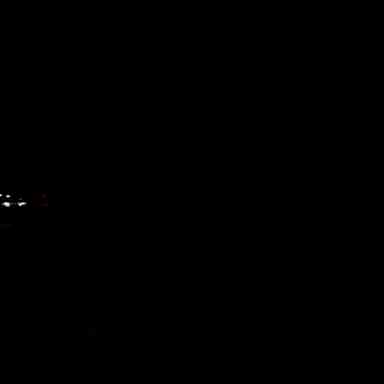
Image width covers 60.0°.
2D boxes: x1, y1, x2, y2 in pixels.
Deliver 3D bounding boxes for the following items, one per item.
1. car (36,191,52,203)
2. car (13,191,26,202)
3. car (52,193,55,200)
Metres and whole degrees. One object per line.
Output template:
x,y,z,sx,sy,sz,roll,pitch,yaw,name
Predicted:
-21.605,0.588,47.106,2.097,1.767,4.553,-1,1,-17,car
-25.946,0.585,49.217,2.097,1.767,4.553,-1,1,-17,car
-24.616,0.627,56.696,1.837,1.490,4.892,-1,1,-17,car
